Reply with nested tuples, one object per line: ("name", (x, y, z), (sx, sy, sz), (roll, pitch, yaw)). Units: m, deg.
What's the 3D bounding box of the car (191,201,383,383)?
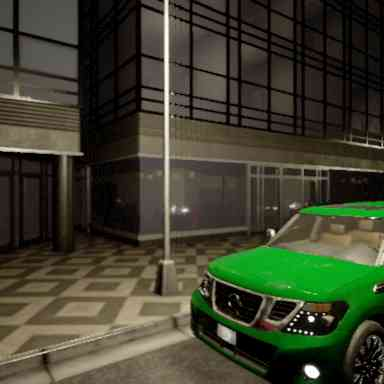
("car", (2.648, 1.200, 5.235), (5.566, 2.045, 2.150), (0, 0, -35))
